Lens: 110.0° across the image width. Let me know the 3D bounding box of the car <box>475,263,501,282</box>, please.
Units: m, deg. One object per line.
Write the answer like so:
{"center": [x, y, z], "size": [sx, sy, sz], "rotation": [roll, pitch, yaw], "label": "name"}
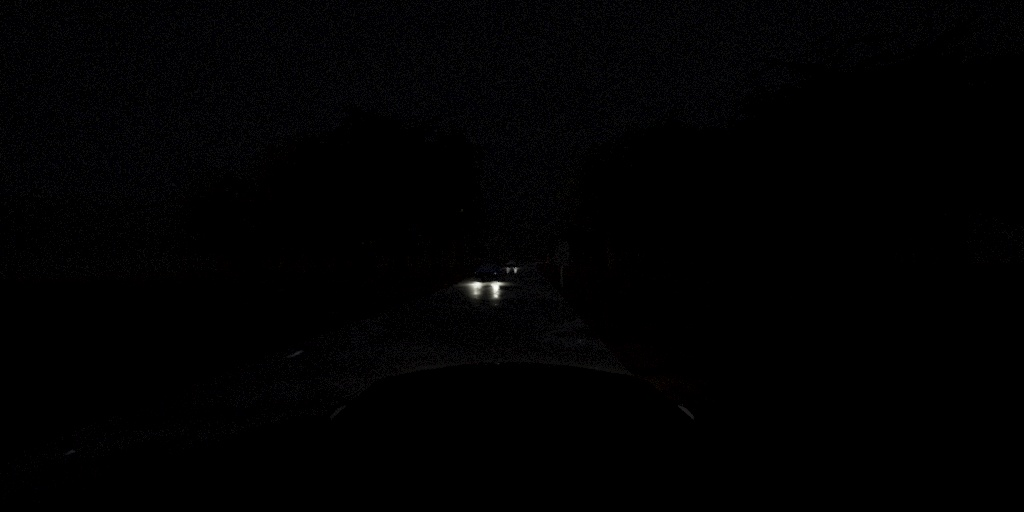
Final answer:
{"center": [-1.992, 1.317, 30.812], "size": [1.882, 1.535, 5.008], "rotation": [0, 0, 3], "label": "car"}
